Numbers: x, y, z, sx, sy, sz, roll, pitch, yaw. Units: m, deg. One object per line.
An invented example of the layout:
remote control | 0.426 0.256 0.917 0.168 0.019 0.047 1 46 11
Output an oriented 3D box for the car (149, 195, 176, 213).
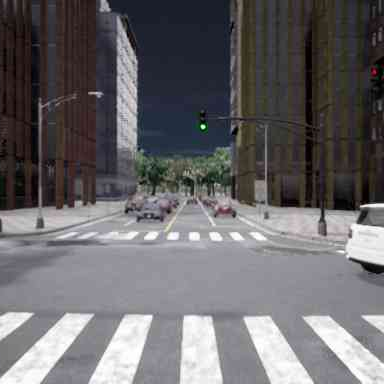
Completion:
car | -3.070 1.434 34.804 1.882 1.535 5.008 0 0 0

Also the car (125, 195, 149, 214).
car | -5.750 1.272 35.218 2.192 1.841 5.009 0 0 0

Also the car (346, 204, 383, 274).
car | 7.054 1.369 9.176 5.566 2.045 2.150 1 -1 -15

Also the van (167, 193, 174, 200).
van | -5.730 1.250 89.594 1.690 1.788 3.998 0 0 0

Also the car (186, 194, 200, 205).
car | 0.021 1.460 56.344 1.812 1.442 4.674 0 0 0

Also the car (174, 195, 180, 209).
car | -3.005 1.510 44.648 1.994 1.385 4.181 0 0 1

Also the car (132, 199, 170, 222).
car | -3.085 1.531 25.779 1.994 1.385 4.181 0 0 0

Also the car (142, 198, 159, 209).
car | -5.746 1.527 46.093 1.802 1.307 4.206 0 0 0

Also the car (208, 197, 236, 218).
car | 2.773 1.402 29.777 1.967 1.590 4.097 0 0 0

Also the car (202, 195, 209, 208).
car | 2.780 1.494 46.090 2.008 1.369 4.403 0 0 0

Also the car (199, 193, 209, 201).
car | 2.791 1.230 78.715 2.192 1.841 5.009 0 0 0

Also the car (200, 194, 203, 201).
car | 2.783 1.478 56.965 1.887 1.381 4.507 0 0 0

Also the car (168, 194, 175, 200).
car | -5.728 1.432 94.862 1.752 1.417 4.829 0 0 0

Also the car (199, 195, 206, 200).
car | 2.795 1.433 89.760 1.752 1.417 4.829 0 0 0

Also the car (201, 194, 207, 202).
car | 2.781 1.483 51.528 1.887 1.381 4.507 0 0 0
